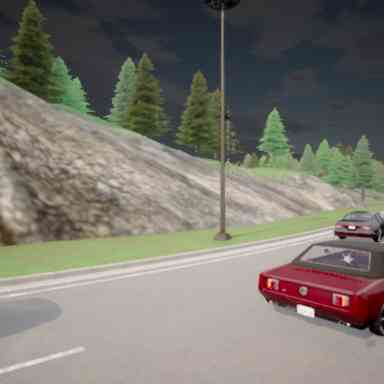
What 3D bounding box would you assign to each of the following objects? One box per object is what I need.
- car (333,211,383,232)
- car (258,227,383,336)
[{"bbox_3d":[9.049,1.705,17.287,2.033,1.411,5.357,0,-1,41],"label":"car"},{"bbox_3d":[3.525,1.664,6.873,4.718,1.301,1.895,0,-1,-41],"label":"car"}]
